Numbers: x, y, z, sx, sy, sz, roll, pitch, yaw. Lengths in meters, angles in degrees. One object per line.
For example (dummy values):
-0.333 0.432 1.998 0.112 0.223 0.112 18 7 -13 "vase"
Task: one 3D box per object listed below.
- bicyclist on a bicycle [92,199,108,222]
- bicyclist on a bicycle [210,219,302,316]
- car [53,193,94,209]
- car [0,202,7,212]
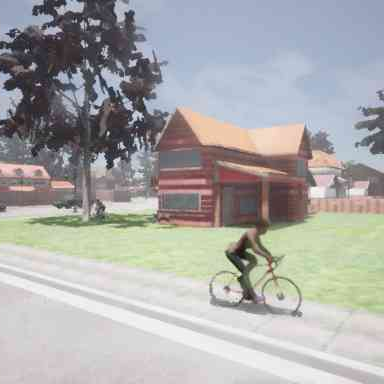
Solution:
-6.463 1.315 23.303 1.656 1.620 0.582 -3 -2 33 "bicyclist on a bicycle"
1.072 1.301 5.836 1.656 1.620 0.582 0 0 25 "bicyclist on a bicycle"
-16.084 1.220 45.486 2.150 2.045 5.566 0 0 35 "car"
-22.545 1.565 36.258 1.994 1.385 4.181 0 0 35 "car"
